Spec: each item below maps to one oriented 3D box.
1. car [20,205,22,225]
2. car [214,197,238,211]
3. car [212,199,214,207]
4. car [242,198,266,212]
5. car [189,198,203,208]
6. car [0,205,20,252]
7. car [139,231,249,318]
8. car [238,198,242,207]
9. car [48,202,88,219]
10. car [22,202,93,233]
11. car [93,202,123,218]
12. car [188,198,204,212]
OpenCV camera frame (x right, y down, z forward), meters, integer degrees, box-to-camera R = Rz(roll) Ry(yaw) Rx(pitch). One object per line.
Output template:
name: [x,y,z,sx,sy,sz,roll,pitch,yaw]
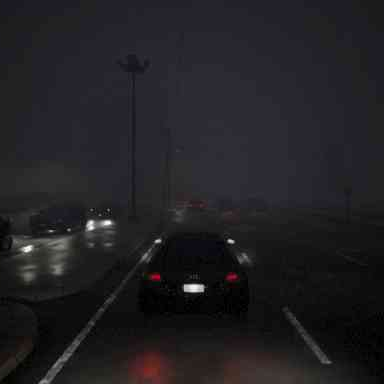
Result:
car: [-11.285,1.526,20.369,1.812,1.442,4.674,0,0,1]
car: [3.977,1.505,39.847,1.837,1.490,4.892,0,0,1]
car: [4.090,1.491,50.174,2.128,1.511,4.902,0,0,1]
car: [7.462,1.478,39.229,1.882,1.535,5.008,0,0,1]
car: [0.582,1.564,49.987,1.994,1.385,4.181,0,0,1]
car: [-7.967,1.352,10.872,2.097,1.767,4.553,0,0,1]
car: [0.054,1.564,7.517,1.994,1.385,4.181,0,0,1]
car: [7.578,1.564,49.714,1.994,1.385,4.181,0,0,1]
car: [-11.160,1.601,30.308,1.895,1.301,4.718,0,0,1]
car: [-7.790,1.478,19.918,1.882,1.535,5.008,0,0,1]
car: [-7.663,1.601,30.007,1.895,1.301,4.718,0,0,1]
car: [0.470,1.547,39.638,2.033,1.411,5.357,0,0,1]
